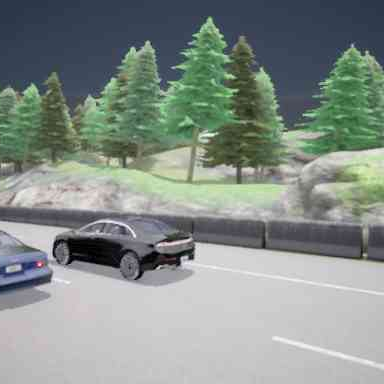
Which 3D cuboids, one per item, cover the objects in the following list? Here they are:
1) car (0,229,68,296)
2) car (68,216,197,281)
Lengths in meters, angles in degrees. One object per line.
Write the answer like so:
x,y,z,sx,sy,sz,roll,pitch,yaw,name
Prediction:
-5.512,1.529,7.925,5.357,1.411,2.033,0,0,36,car
-2.166,1.476,9.835,4.902,1.511,2.128,0,0,36,car
